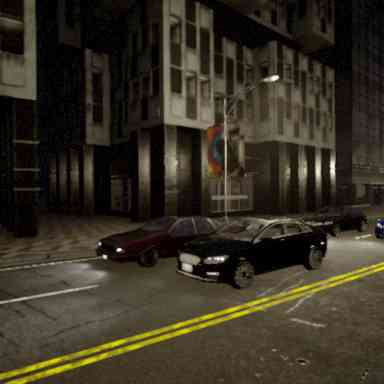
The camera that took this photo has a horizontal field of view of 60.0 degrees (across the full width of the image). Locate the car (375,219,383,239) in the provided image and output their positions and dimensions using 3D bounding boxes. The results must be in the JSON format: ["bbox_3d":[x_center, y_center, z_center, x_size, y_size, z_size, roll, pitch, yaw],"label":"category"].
[{"bbox_3d":[10.522,1.466,15.948,4.674,1.442,1.812,0,0,-40],"label":"car"}]

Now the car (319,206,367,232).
[{"bbox_3d":[7.712,1.475,17.861,4.674,1.442,1.812,0,0,-39],"label":"car"}]

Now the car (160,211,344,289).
[{"bbox_3d":[1.831,1.471,9.211,4.902,1.511,2.128,0,0,-37],"label":"car"}]

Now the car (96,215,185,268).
[{"bbox_3d":[-0.476,1.535,11.520,5.357,1.411,2.033,0,0,-37],"label":"car"}]
